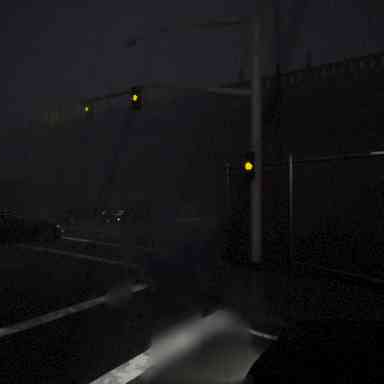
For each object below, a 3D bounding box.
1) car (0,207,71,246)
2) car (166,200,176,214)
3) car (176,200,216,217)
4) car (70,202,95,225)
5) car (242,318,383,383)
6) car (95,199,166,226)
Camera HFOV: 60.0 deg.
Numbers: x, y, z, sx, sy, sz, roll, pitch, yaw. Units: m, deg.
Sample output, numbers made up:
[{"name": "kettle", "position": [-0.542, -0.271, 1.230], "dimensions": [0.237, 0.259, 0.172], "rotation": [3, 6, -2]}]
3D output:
[{"name": "car", "position": [-7.744, 1.517, 13.367], "dimensions": [2.128, 1.511, 4.902], "rotation": [0, 0, 35]}, {"name": "car", "position": [-2.680, 1.532, 32.909], "dimensions": [1.882, 1.535, 5.008], "rotation": [0, 0, 35]}, {"name": "car", "position": [0.948, 1.532, 31.968], "dimensions": [1.882, 1.535, 5.008], "rotation": [0, 0, 35]}, {"name": "car", "position": [-8.188, 1.532, 25.166], "dimensions": [1.882, 1.535, 5.008], "rotation": [0, 0, 35]}, {"name": "car", "position": [2.931, 1.547, 1.876], "dimensions": [5.357, 1.411, 2.033], "rotation": [0, 0, 36]}, {"name": "car", "position": [-4.402, 1.406, 24.447], "dimensions": [2.097, 1.767, 4.553], "rotation": [0, 0, 35]}]
